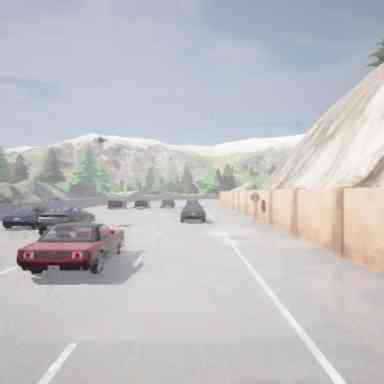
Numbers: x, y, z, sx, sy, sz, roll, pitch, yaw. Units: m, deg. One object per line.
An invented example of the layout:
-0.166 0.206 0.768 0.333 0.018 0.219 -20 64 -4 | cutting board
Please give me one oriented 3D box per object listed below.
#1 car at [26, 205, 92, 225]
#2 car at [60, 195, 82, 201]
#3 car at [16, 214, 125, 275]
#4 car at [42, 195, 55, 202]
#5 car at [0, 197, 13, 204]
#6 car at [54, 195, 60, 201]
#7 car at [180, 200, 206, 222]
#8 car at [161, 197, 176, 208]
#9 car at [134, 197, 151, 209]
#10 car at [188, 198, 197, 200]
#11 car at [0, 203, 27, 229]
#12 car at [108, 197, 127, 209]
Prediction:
-6.907 1.493 18.673 2.128 1.511 4.902 0 0 0 | car
-20.986 1.382 58.735 2.097 1.767 4.553 0 0 0 | car
-3.415 1.602 10.458 1.895 1.301 4.718 0 0 0 | car
-27.537 1.374 65.271 1.837 1.490 4.892 0 0 6 | car
-31.517 1.557 55.128 1.994 1.385 4.181 0 0 0 | car
-24.062 1.426 64.854 2.033 1.411 5.357 0 0 6 | car
0.089 1.571 26.473 1.994 1.385 4.181 0 0 0 | car
-3.419 1.516 48.475 1.837 1.490 4.892 0 0 0 | car
-6.920 1.513 46.635 1.837 1.490 4.892 0 0 0 | car
0.083 1.578 50.221 1.994 1.385 4.181 0 0 0 | car
-10.409 1.564 21.758 1.994 1.385 4.181 0 0 0 | car
-10.419 1.484 46.612 1.882 1.535 5.008 0 0 0 | car
